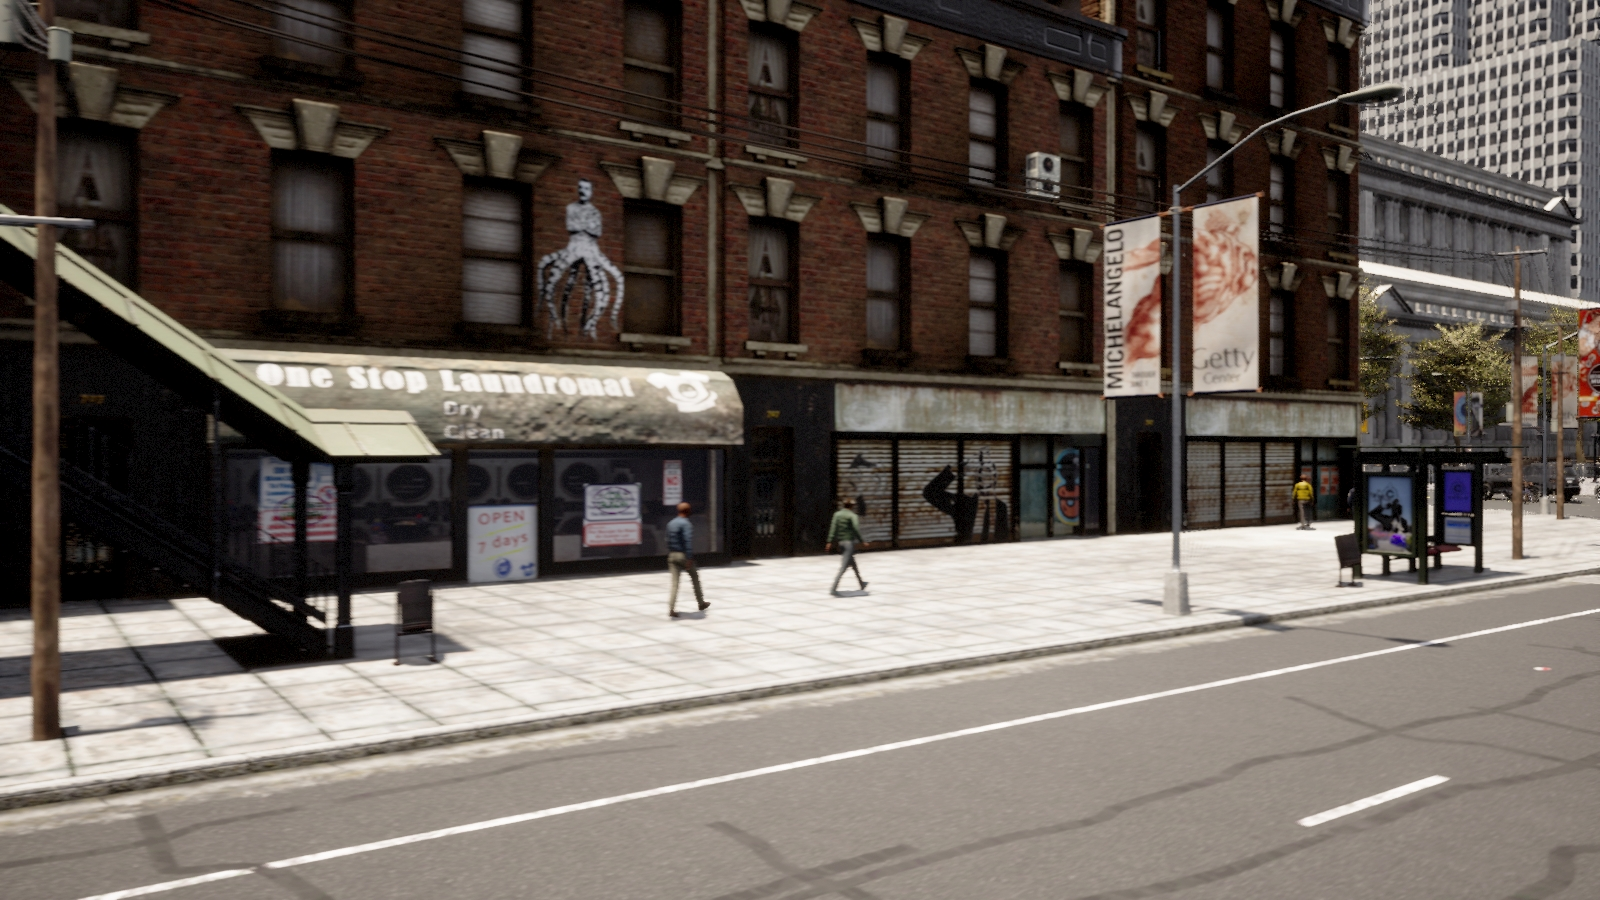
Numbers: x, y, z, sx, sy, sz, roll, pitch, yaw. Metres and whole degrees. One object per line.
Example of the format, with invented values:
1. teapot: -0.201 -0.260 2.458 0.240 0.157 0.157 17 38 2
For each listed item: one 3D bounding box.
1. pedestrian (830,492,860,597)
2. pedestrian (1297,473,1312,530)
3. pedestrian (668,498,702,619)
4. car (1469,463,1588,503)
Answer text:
1. pedestrian: 0.814 1.696 20.671 0.375 1.860 0.375 0 0 -45
2. pedestrian: 16.655 1.696 37.711 0.375 1.860 0.375 0 0 35
3. pedestrian: -1.814 1.696 17.967 0.375 1.860 0.375 0 0 36
4. car: 40.109 1.779 63.070 2.150 2.045 5.566 0 0 -14
